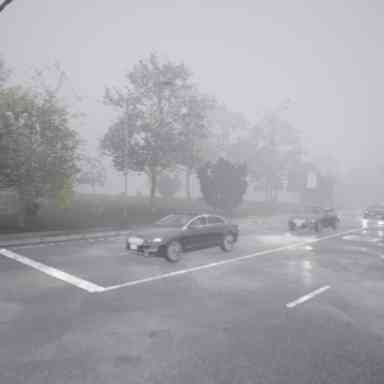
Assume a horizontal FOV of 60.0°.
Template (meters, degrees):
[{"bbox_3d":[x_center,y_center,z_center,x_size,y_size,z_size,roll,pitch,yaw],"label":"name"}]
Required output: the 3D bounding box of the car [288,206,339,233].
[{"bbox_3d":[7.863,1.671,21.273,2.128,1.511,4.902,1,0,41],"label":"car"}]

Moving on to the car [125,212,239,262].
[{"bbox_3d":[-0.181,1.509,12.344,2.128,1.511,4.902,1,0,43],"label":"car"}]

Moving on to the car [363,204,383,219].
[{"bbox_3d":[19.086,1.962,34.112,1.837,1.490,4.892,1,-1,41],"label":"car"}]
